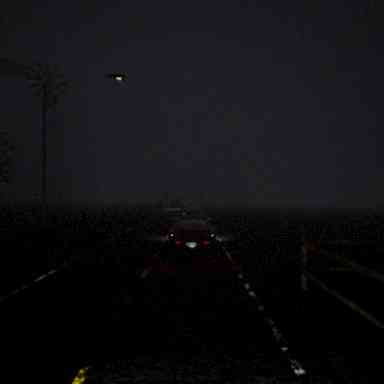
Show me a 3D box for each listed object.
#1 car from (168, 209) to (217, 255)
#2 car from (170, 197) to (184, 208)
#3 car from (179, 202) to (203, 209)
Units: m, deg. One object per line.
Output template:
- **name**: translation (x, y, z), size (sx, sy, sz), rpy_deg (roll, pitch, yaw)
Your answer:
- **car**: translation (0.026, 1.678, 13.883), size (1.812, 1.442, 4.674), rpy_deg (0, 0, 1)
- **car**: translation (-2.756, 1.892, 61.524), size (2.150, 2.045, 5.566), rpy_deg (0, -1, 0)
- **car**: translation (0.026, 1.841, 28.885), size (1.812, 1.442, 4.674), rpy_deg (0, 0, 1)
